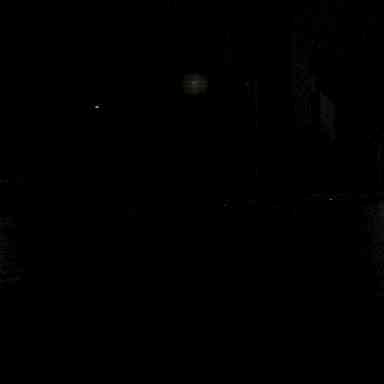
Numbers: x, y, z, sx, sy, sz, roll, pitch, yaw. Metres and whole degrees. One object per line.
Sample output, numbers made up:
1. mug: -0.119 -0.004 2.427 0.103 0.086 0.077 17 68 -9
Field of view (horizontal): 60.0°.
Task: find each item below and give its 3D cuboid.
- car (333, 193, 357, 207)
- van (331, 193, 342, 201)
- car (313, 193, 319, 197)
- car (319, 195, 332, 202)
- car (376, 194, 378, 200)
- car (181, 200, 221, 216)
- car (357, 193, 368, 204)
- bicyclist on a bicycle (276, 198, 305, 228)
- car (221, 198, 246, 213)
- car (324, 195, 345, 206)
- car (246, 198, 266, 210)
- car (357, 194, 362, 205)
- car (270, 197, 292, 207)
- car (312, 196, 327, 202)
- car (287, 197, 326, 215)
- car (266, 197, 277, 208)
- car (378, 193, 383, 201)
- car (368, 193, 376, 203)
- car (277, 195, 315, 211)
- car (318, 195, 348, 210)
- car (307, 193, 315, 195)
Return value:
1. car: 20.486 1.137 45.345 2.192 1.841 5.009 0 0 35
2. van: 35.967 1.187 82.653 1.690 1.788 3.998 -1 0 35
3. car: 23.119 1.177 64.112 2.192 1.841 5.009 0 0 35
4. car: 29.545 1.428 73.381 1.802 1.307 4.206 0 0 35
5. car: 36.642 1.303 68.657 1.752 1.417 4.829 -1 0 35
6. car: 0.636 1.525 31.664 1.802 1.307 4.206 0 0 35
7. car: 26.909 1.118 54.613 2.192 1.841 5.009 0 0 35
8. bicyclist on a bicycle: 5.379 1.177 18.341 1.656 1.620 0.582 -1 0 35
9. car: 3.847 1.367 36.298 1.967 1.590 4.097 0 0 35
10. car: 22.911 1.320 53.350 2.128 1.511 4.902 -1 0 35
11. car: 7.060 1.495 40.934 1.802 1.307 4.206 0 0 35
12. car: 23.698 1.378 49.978 1.947 1.339 4.313 0 0 35
13. car: 13.484 1.456 50.205 1.947 1.339 4.313 0 0 35
14. car: 26.333 1.419 68.747 1.947 1.339 4.313 0 0 35
15. car: 10.852 1.425 31.439 1.947 1.339 4.313 0 0 35
16. car: 10.175 1.427 45.429 1.752 1.417 4.829 0 0 35
17. car: 42.968 1.359 77.786 1.802 1.307 4.206 -1 0 35
18. car: 33.333 1.100 63.883 2.192 1.841 5.009 0 0 35
19. car: 11.744 1.356 37.239 2.128 1.511 4.902 -1 0 35
20. car: 17.275 1.377 40.709 1.887 1.381 4.507 0 0 35
21. car: 19.908 1.416 59.476 1.887 1.381 4.507 0 0 35
